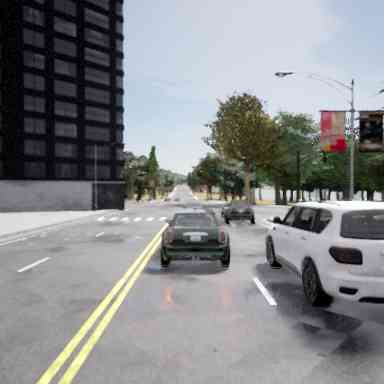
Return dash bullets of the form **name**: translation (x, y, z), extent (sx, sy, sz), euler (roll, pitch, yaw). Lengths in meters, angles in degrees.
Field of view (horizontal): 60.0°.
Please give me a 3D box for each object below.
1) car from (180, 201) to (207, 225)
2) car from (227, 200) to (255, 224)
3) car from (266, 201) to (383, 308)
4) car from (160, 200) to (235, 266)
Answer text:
- **car**: translation (0.110, 1.517, 25.366), extent (1.837, 1.490, 4.892), euler (0, 0, 0)
- **car**: translation (3.360, 1.363, 25.024), extent (2.097, 1.767, 4.553), euler (0, 0, 0)
- **car**: translation (3.353, 1.212, 8.008), extent (2.150, 2.045, 5.566), euler (0, 0, 0)
- **car**: translation (0.105, 1.343, 11.669), extent (2.097, 1.767, 4.553), euler (0, 0, 0)
